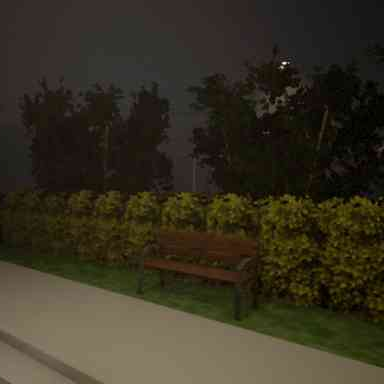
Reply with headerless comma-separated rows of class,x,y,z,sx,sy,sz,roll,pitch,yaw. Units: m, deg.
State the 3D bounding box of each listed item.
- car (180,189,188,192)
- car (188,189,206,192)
car,-1.078,0.152,66.573,1.812,1.442,4.674,1,2,35
car,1.945,0.171,64.816,2.128,1.511,4.902,1,2,35
